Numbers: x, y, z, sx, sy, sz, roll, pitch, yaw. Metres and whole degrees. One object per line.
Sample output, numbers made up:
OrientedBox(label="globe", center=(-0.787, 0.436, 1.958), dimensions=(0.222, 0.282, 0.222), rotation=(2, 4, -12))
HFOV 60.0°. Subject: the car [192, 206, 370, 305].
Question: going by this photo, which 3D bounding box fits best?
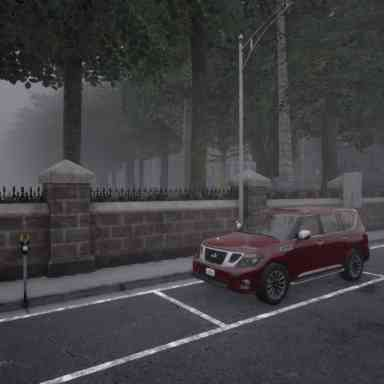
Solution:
OrientedBox(label="car", center=(2.422, 1.314, 8.261), dimensions=(5.009, 1.841, 2.192), rotation=(0, 0, -36))
